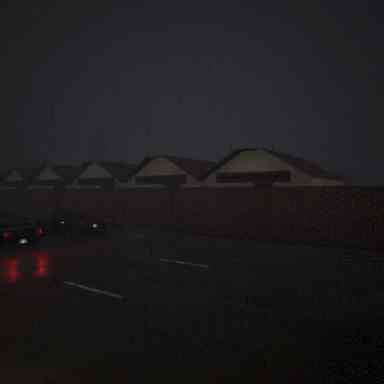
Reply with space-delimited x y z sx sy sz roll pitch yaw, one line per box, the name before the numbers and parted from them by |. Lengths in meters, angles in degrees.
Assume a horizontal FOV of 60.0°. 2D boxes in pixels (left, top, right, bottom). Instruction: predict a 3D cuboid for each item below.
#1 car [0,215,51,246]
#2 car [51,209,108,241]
car | -8.293 1.614 14.084 4.718 1.301 1.895 0 0 36
car | -6.236 1.570 16.916 4.181 1.385 1.994 0 0 36
